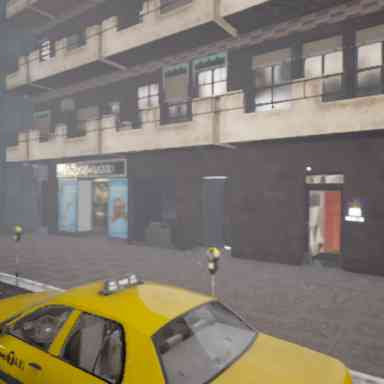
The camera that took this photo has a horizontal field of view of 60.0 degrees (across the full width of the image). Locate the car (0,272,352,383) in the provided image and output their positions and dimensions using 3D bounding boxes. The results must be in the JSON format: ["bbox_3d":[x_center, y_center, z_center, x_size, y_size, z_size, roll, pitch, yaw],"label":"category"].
[{"bbox_3d":[-0.927,1.539,3.521,4.829,1.417,1.752,0,1,36],"label":"car"}]
